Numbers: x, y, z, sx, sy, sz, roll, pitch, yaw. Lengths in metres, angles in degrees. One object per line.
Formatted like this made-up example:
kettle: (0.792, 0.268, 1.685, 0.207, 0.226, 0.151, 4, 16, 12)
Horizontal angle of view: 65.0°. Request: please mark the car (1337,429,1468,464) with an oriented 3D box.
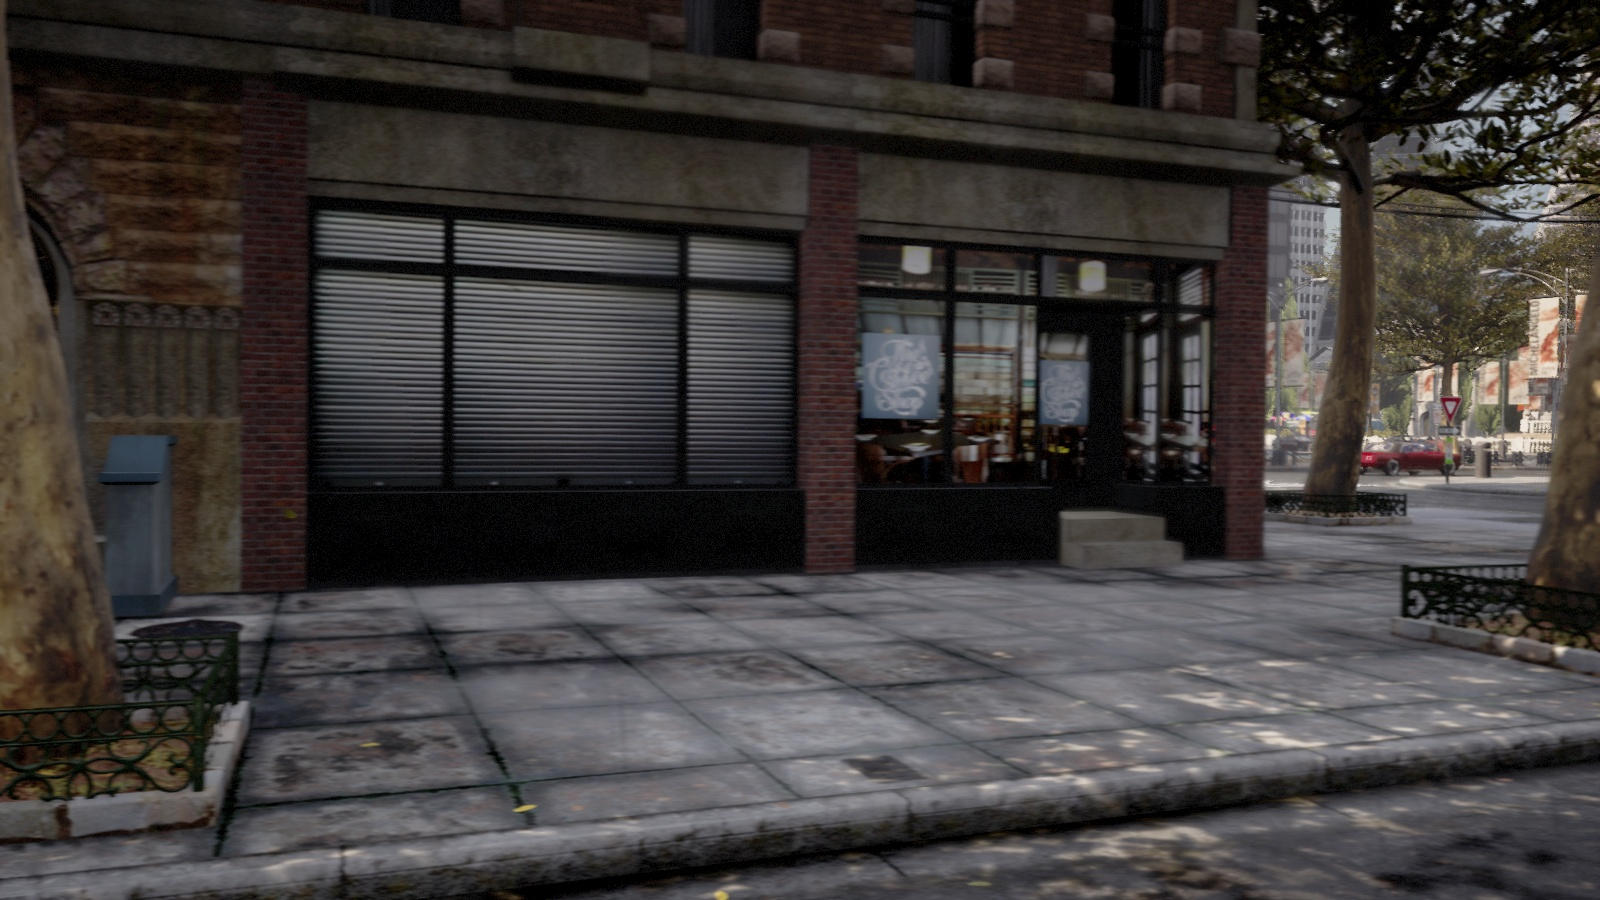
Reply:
car: (23.550, -0.155, 49.082, 4.718, 1.301, 1.895, -1, 1, -22)
